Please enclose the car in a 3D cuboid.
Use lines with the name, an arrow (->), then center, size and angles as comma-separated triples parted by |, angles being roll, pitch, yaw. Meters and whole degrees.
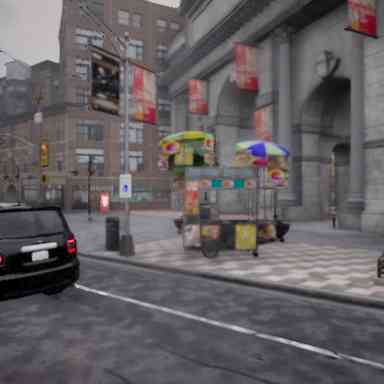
car -> -4.874, 1.243, 7.456 | 5.566, 2.045, 2.150 | -1, 0, 35
